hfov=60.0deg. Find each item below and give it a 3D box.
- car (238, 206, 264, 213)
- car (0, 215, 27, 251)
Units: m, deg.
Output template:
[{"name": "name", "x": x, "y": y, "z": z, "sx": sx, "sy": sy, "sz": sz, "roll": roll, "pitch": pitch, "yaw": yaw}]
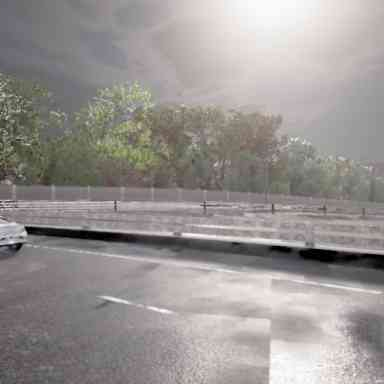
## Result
[{"name": "car", "x": 8.604, "y": 2.270, "z": 48.839, "sx": 4.181, "sy": 1.385, "sz": 1.994, "roll": 3, "pitch": -2, "yaw": -29}, {"name": "car", "x": -8.384, "y": 1.558, "z": 12.820, "sx": 4.674, "sy": 1.442, "sz": 1.812, "roll": -1, "pitch": 0, "yaw": 28}]
